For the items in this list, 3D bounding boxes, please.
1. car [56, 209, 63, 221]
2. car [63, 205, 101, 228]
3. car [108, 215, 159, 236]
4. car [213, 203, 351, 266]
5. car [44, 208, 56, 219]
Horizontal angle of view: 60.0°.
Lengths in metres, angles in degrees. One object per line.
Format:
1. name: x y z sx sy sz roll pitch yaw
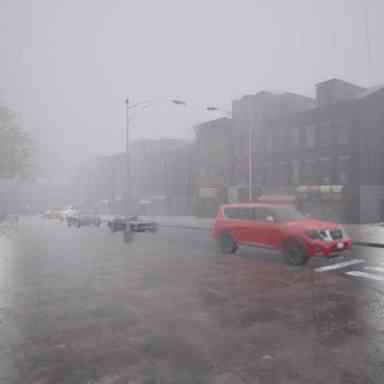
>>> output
1. car: -16.574 2.896 45.719 2.150 2.045 5.566 0 -2 -35
2. car: -10.467 2.437 32.085 2.097 1.767 4.553 0 -2 -35
3. car: -4.182 2.265 23.263 1.895 1.301 4.718 0 -2 -36
4. car: 3.143 1.451 12.959 2.150 2.045 5.566 0 -1 -36
5. car: -22.699 3.481 54.310 2.097 1.767 4.553 0 -2 -36
